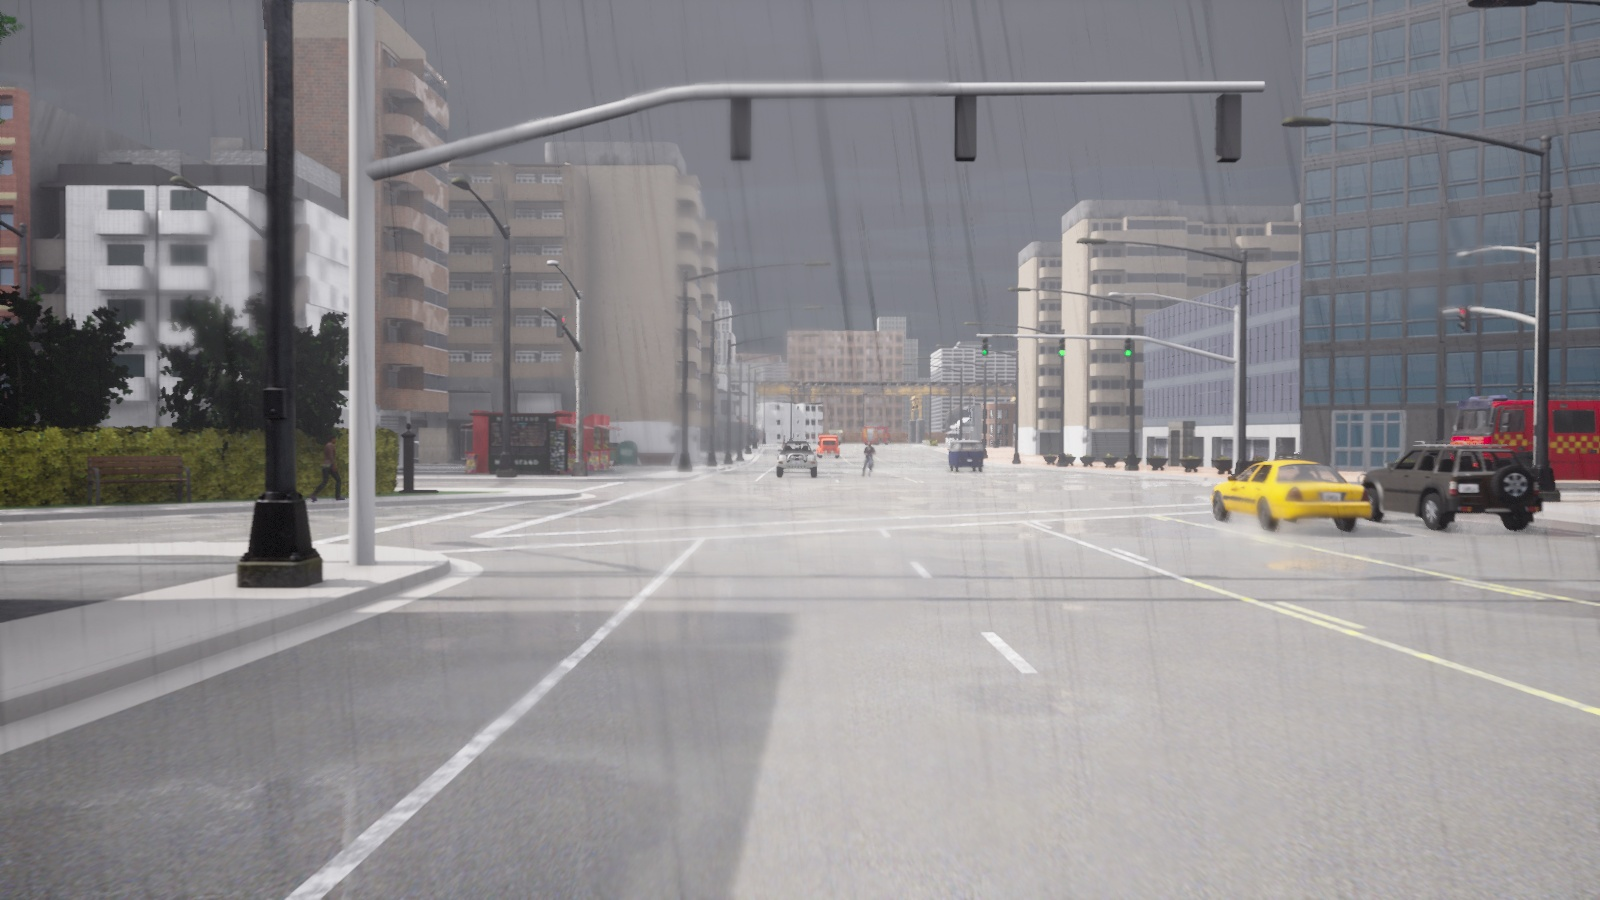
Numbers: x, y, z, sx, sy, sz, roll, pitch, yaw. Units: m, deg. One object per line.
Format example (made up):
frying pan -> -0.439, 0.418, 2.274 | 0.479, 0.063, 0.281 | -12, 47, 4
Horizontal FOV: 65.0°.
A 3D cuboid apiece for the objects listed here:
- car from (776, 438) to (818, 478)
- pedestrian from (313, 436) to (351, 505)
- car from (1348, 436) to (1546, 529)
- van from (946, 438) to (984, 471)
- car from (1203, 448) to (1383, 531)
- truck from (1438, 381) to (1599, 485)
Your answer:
car -> -0.146, 0.383, 61.232 | 1.932, 1.855, 4.605 | 0, 0, 0
pedestrian -> -12.314, 0.526, 33.046 | 0.869, 1.805, 0.328 | -1, 1, -42
car -> 13.931, 0.628, 27.393 | 1.932, 1.855, 4.605 | 0, 0, 0
van -> 10.311, 0.280, 78.543 | 1.775, 1.987, 4.442 | 0, 0, 0
car -> 10.419, 0.770, 27.047 | 1.801, 1.575, 5.366 | 0, 0, 0
truck -> 29.379, -0.649, 48.018 | 8.468, 3.827, 2.891 | 0, 1, 0
